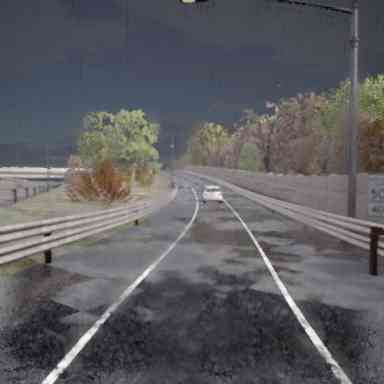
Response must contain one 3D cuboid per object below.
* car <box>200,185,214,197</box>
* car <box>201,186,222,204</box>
[{"bbox_3d":[2.360,-0.194,51.823,1.812,1.442,4.674,0,5,-2],"label":"car"},{"bbox_3d":[2.427,0.271,40.884,2.150,2.045,5.566,0,3,0],"label":"car"}]
